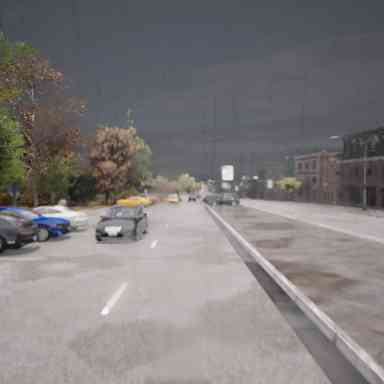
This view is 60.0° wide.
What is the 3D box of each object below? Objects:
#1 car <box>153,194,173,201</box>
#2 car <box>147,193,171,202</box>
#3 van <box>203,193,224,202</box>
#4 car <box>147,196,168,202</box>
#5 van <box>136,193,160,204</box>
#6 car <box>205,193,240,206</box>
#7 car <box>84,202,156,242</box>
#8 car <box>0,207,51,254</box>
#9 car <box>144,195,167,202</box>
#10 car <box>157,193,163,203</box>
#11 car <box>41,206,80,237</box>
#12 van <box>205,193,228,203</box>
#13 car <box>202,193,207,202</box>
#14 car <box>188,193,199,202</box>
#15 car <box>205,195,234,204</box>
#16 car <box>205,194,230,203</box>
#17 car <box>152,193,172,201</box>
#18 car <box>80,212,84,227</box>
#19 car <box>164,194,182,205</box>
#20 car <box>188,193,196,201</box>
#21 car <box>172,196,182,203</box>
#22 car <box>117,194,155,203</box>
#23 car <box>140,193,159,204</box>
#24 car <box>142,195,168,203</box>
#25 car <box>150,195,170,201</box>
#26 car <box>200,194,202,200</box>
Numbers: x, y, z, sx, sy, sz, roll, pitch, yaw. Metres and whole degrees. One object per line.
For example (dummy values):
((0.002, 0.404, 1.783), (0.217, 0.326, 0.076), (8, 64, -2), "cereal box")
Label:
((-8.268, 1.467, 94.648), (5.566, 2.045, 2.435), (0, -1, 0), "car")
((-8.258, 1.362, 83.631), (5.566, 2.045, 2.435), (0, 0, 0), "car")
((4.687, 1.259, 72.602), (4.442, 1.987, 1.878), (0, 0, 0), "van")
((-8.311, 1.621, 80.846), (4.792, 1.488, 2.163), (0, 0, 0), "car")
((-8.389, 1.243, 64.134), (4.442, 1.987, 1.878), (0, 0, 0), "van")
((4.805, 1.365, 50.179), (4.892, 1.521, 2.231), (0, 0, 0), "car")
((-3.271, 1.468, 16.267), (2.128, 1.511, 4.902), (0, 0, 1), "car")
((-8.319, 1.483, 12.522), (4.892, 1.521, 2.231), (0, 0, 0), "car")
((-8.272, 1.550, 75.276), (5.008, 1.535, 2.097), (0, 0, 0), "car")
((-8.242, 1.326, 61.353), (4.553, 1.767, 2.185), (0, 0, 0), "car")
((-8.327, 1.474, 15.795), (5.008, 1.535, 2.097), (0, 0, 0), "car")
((4.922, 1.217, 66.995), (4.442, 1.987, 1.878), (0, 0, 0), "van")
((4.772, 1.118, 52.980), (5.566, 2.045, 2.435), (0, 0, 0), "car")
((0.056, 1.525, 76.142), (1.882, 1.535, 5.008), (0, 0, 0), "car")
((4.800, 1.390, 58.584), (4.892, 1.521, 2.231), (0, 0, 0), "car")
((4.838, 1.297, 64.191), (4.553, 1.767, 2.185), (0, 0, 0), "car")
((-8.265, 1.439, 91.986), (5.566, 2.045, 2.435), (0, -1, 0), "car")
((-8.315, 1.507, 18.944), (4.674, 1.452, 2.002), (0, 0, 0), "car")
((-3.249, 1.406, 56.475), (1.882, 1.535, 5.008), (0, 0, 1), "car")
((0.046, 1.326, 86.618), (2.150, 2.045, 5.566), (0, -1, 0), "car")
((-3.190, 1.583, 72.683), (1.994, 1.385, 4.181), (0, 0, 0), "car")
((-8.279, 1.407, 47.429), (5.008, 1.535, 2.097), (0, 0, 0), "car")
((-8.283, 1.414, 52.997), (5.008, 1.535, 2.097), (0, 0, 0), "car")
((-8.090, 1.526, 72.490), (5.366, 1.575, 1.946), (0, 0, 0), "car")
((-8.282, 1.638, 86.416), (5.008, 1.535, 2.097), (0, -1, 0), "car")
((4.778, 1.155, 61.391), (5.566, 2.045, 2.435), (0, 0, 0), "car")
